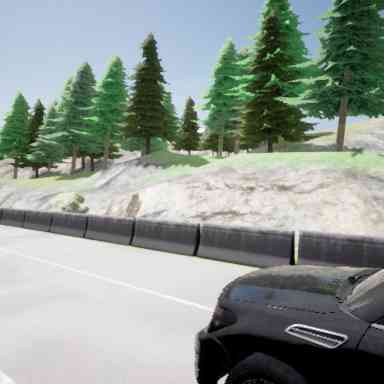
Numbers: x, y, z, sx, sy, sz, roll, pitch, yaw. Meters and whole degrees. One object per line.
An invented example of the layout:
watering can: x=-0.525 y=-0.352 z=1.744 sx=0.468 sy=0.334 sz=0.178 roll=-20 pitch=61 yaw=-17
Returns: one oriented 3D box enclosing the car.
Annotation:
car: x=2.602 y=1.224 z=2.257 sx=5.566 sy=2.045 sz=2.150 roll=1 pitch=0 yaw=41
